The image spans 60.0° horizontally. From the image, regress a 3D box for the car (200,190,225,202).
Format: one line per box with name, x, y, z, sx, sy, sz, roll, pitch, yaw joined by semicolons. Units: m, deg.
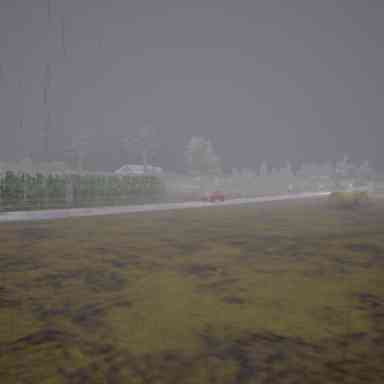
car;3.624;0.633;57.290;2.150;2.045;5.566;3;3;36
